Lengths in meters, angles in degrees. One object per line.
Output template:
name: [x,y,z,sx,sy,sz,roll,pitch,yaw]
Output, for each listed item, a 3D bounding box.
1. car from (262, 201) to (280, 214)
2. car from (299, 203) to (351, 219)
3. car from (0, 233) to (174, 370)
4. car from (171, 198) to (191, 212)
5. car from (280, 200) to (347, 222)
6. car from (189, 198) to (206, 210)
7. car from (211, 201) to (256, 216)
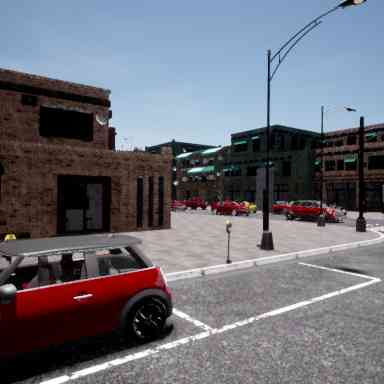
car: [9.803,1.739,37.239,1.967,1.590,4.097,0,-1,-35]
car: [12.967,1.811,32.681,1.947,1.339,4.313,0,-1,-35]
car: [-2.383,1.440,4.844,4.097,1.590,1.967,0,1,-36]
car: [-2.549,1.860,44.894,1.812,1.442,4.674,1,-1,-35]
car: [9.901,1.479,27.005,2.097,1.767,4.553,1,-1,-35]
car: [0.307,1.772,50.911,2.192,1.841,5.009,0,-1,-35]
car: [4.073,1.701,35.347,1.882,1.535,5.008,1,-1,-35]
